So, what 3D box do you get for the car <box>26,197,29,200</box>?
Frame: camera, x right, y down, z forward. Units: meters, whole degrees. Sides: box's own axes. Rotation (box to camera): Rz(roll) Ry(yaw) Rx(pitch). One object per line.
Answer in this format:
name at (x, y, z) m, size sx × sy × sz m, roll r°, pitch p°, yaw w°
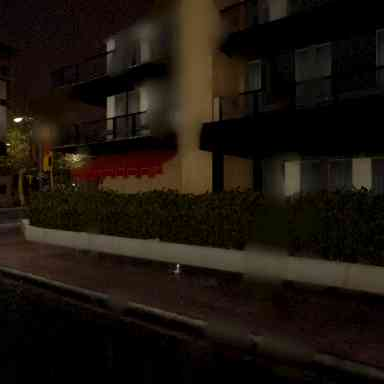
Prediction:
car at (-36.115, 1.481, 67.977) m, size 4.892 × 1.521 × 2.231 m, roll 0°, pitch 0°, yaw 36°
